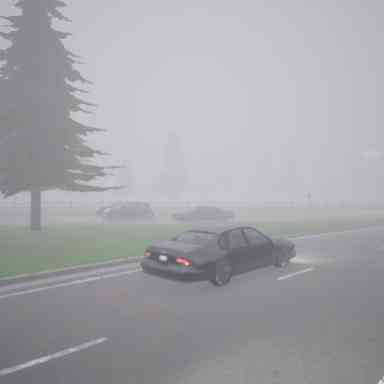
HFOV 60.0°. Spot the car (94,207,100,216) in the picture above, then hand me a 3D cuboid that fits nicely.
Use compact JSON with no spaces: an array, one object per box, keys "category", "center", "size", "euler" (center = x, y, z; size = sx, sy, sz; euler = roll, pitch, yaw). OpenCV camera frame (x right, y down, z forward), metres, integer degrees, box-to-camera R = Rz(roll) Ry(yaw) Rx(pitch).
[{"category":"car","center":[-7.515,1.681,33.623],"size":[4.553,1.767,2.097],"euler":[0,-1,-12]}]

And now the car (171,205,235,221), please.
[{"category":"car","center":[0.957,1.856,28.421],"size":[5.357,1.411,2.033],"euler":[0,-1,-16]}]

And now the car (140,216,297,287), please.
[{"category":"car","center":[1.055,1.657,9.756],"size":[2.033,1.411,5.357],"euler":[0,-1,44]}]

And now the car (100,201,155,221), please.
[{"category":"car","center":[-5.768,1.654,30.429],"size":[4.553,1.767,2.097],"euler":[0,-1,-13]}]
